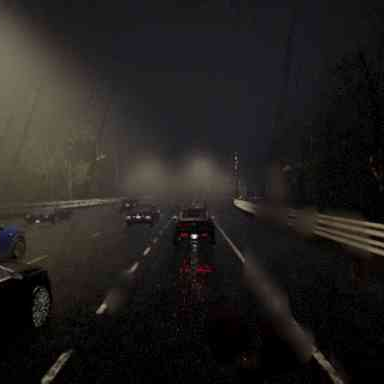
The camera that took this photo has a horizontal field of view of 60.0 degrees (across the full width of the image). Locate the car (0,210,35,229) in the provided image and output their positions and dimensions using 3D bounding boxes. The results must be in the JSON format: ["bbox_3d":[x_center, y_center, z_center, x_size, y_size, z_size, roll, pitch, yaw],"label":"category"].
[{"bbox_3d":[-6.900,1.392,9.887,2.097,1.767,4.553,0,0,0],"label":"car"}]

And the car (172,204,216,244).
[{"bbox_3d":[0.102,1.573,16.149,1.837,1.490,4.892,0,0,0],"label":"car"}]

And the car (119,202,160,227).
[{"bbox_3d":[-3.402,1.645,23.579,2.033,1.411,5.357,0,0,0],"label":"car"}]

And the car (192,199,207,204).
[{"bbox_3d":[0.940,1.707,44.205,1.812,1.442,4.674,0,0,4],"label":"car"}]

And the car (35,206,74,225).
[{"bbox_3d":[-10.402,1.703,24.654,1.895,1.301,4.718,0,0,0],"label":"car"}]

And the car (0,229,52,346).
[{"bbox_3d":[-3.400,1.509,4.025,2.128,1.511,4.902,0,0,0],"label":"car"}]

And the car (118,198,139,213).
[{"bbox_3d":[-6.904,1.508,37.779,2.097,1.767,4.553,0,0,0],"label":"car"}]
